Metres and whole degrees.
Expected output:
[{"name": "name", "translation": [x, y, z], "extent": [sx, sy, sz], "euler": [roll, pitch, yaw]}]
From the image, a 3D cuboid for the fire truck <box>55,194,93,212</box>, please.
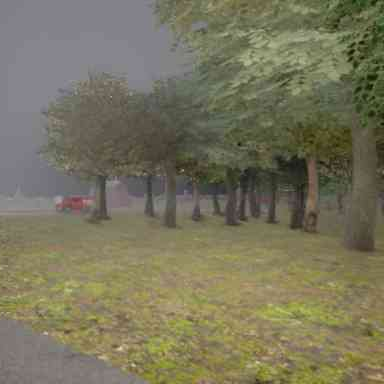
[{"name": "fire truck", "translation": [-25.380, 2.471, 72.663], "extent": [2.891, 3.827, 8.468], "euler": [-2, -3, 39]}]
